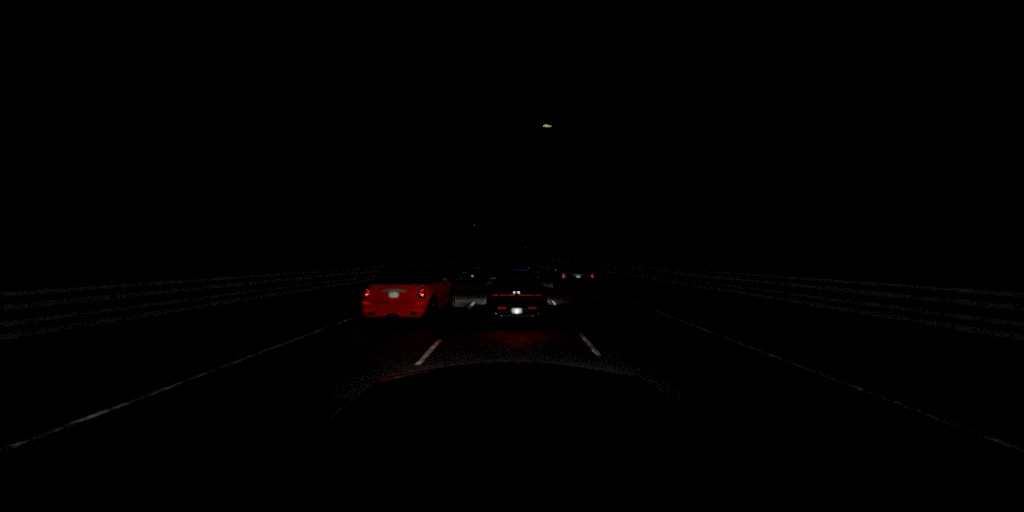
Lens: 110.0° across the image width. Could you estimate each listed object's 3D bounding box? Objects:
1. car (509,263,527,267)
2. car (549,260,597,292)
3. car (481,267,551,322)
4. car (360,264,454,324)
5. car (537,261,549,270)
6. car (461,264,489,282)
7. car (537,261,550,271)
[{"bbox_3d":[0.497,1.342,30.606,1.882,1.535,5.008,0,0,2],"label":"car"},{"bbox_3d":[3.686,1.172,21.816,2.097,1.767,4.553,0,0,1],"label":"car"},{"bbox_3d":[0.158,1.287,12.435,1.837,1.490,4.892,0,0,0],"label":"car"},{"bbox_3d":[-3.343,1.134,12.317,2.097,1.767,4.553,0,0,0],"label":"car"},{"bbox_3d":[4.426,1.537,45.611,1.994,1.385,4.181,0,-1,2],"label":"car"},{"bbox_3d":[-3.017,1.386,30.162,1.812,1.442,4.674,0,0,2],"label":"car"},{"bbox_3d":[5.016,1.578,57.699,1.837,1.490,4.892,0,-1,3],"label":"car"}]
